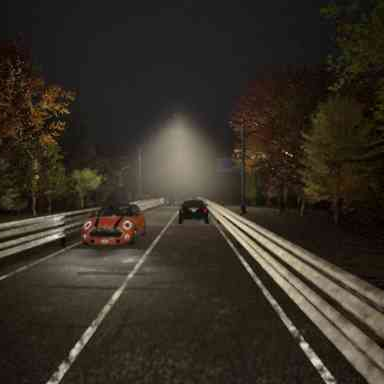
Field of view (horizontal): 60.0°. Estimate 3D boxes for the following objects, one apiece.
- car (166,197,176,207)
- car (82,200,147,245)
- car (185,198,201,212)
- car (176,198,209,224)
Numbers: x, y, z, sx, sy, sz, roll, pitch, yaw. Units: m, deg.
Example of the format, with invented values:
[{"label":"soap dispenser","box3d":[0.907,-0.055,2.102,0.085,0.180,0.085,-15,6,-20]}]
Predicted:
[{"label":"car","box3d":[-3.263,1.696,56.565,1.837,1.490,4.892,0,0,0]},{"label":"car","box3d":[-3.338,1.303,15.027,2.097,1.767,4.553,0,0,0]},{"label":"car","box3d":[0.134,1.583,41.536,1.837,1.490,4.892,0,0,0]},{"label":"car","box3d":[0.116,1.311,24.623,2.097,1.767,4.553,0,-1,0]}]
